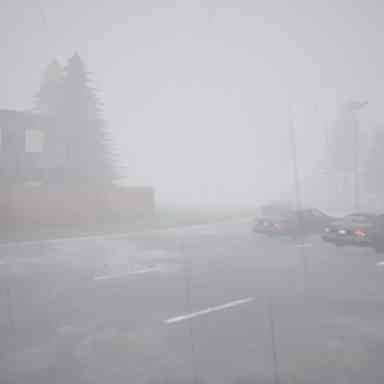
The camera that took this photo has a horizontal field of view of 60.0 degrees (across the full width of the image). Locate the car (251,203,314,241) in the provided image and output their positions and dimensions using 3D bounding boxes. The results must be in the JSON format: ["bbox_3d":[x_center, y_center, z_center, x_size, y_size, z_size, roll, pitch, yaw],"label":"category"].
[{"bbox_3d":[5.293,1.463,16.121,5.357,1.411,2.033,0,0,-36],"label":"car"}]

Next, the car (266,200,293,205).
[{"bbox_3d":[6.906,1.351,25.331,1.882,1.535,5.008,0,0,35],"label":"car"}]

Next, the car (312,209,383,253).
[{"bbox_3d":[7.402,1.462,13.327,5.357,1.411,2.033,0,0,-36],"label":"car"}]
